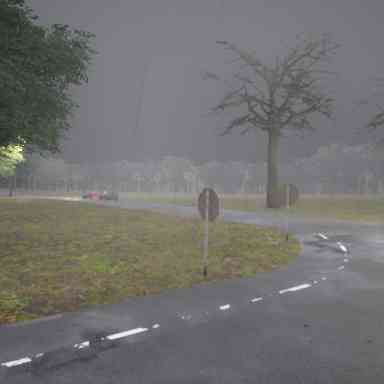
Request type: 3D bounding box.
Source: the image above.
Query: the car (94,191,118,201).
[{"bbox_3d":[-13.481,0.651,53.485,2.128,1.511,4.902,2,-1,-35],"label":"car"}]

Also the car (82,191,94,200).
[{"bbox_3d":[-18.243,0.603,60.042,1.882,1.535,5.008,2,-1,-36],"label":"car"}]
